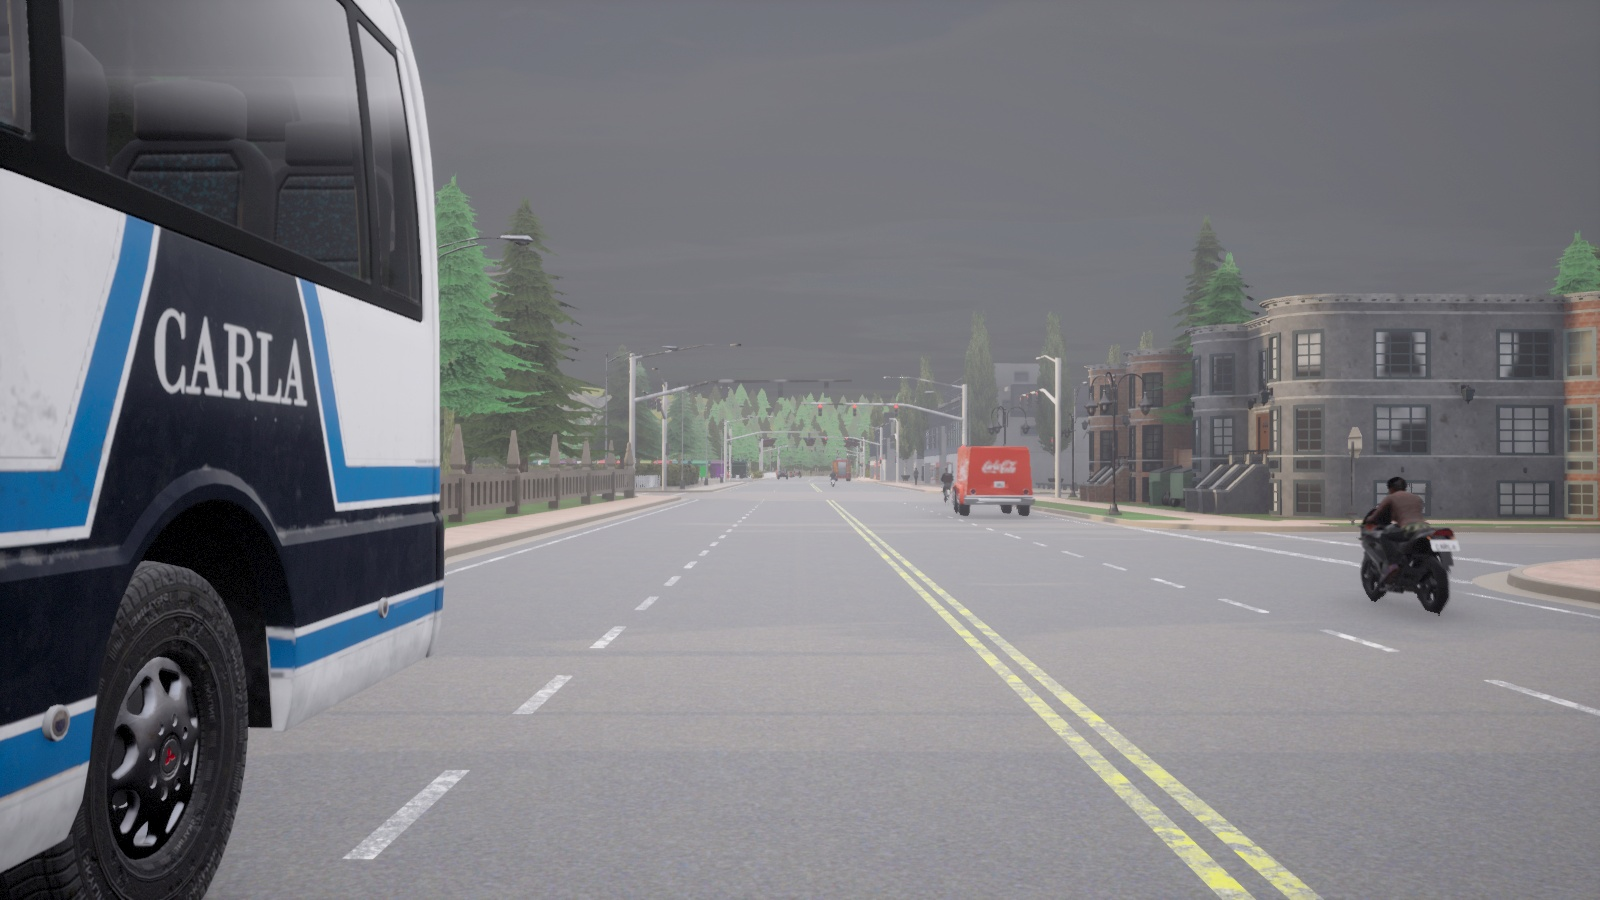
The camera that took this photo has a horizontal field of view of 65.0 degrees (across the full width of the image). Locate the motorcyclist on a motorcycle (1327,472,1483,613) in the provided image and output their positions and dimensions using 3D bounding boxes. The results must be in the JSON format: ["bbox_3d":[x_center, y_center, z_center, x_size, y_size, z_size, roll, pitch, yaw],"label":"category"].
[{"bbox_3d":[6.967,1.013,14.592,0.797,1.523,2.044,0,-1,0],"label":"motorcyclist on a motorcycle"}]

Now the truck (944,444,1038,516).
[{"bbox_3d":[6.894,1.071,46.013,2.627,2.467,5.204,0,-1,0],"label":"truck"}]

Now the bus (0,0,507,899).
[{"bbox_3d":[-3.508,-0.523,1.475,3.944,4.253,10.273,0,-1,0],"label":"bus"}]
